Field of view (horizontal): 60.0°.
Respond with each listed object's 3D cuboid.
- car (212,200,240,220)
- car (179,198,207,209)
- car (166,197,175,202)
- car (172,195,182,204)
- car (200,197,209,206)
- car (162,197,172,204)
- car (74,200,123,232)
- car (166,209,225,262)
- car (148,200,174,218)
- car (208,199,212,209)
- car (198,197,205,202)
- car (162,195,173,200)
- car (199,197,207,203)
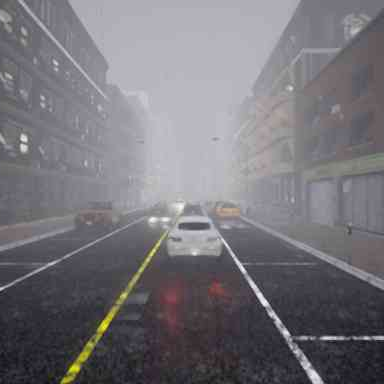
[{"bbox_3d":[3.152,1.618,30.100,1.801,1.575,5.366,0,0,0],"label":"car"},{"bbox_3d":[0.100,1.672,33.684,2.128,1.511,4.902,0,0,0],"label":"car"},{"bbox_3d":[-5.682,2.010,88.551,1.887,1.381,4.507,0,0,0],"label":"car"},{"bbox_3d":[-2.995,1.884,73.878,2.033,1.411,5.357,0,0,0],"label":"car"},{"bbox_3d":[2.696,1.841,54.729,2.008,1.369,4.403,0,0,0],"label":"car"},{"bbox_3d":[-5.684,1.958,77.279,2.008,1.369,4.403,0,0,0],"label":"car"},{"bbox_3d":[-5.686,1.428,20.918,2.192,1.841,5.009,0,0,0],"label":"car"},{"bbox_3d":[0.086,1.592,12.269,1.812,1.442,4.674,0,0,0],"label":"car"},{"bbox_3d":[-3.095,1.739,32.743,1.994,1.385,4.181,0,0,0],"label":"car"},{"bbox_3d":[3.142,1.675,36.909,1.882,1.535,5.008,0,0,0],"label":"car"},{"bbox_3d":[2.699,2.076,94.182,1.802,1.307,4.206,0,0,0],"label":"car"},{"bbox_3d":[-5.684,1.929,71.642,2.008,1.369,4.403,0,0,0],"label":"car"},{"bbox_3d":[2.698,2.002,82.910,1.947,1.339,4.313,0,0,0],"label":"car"}]
